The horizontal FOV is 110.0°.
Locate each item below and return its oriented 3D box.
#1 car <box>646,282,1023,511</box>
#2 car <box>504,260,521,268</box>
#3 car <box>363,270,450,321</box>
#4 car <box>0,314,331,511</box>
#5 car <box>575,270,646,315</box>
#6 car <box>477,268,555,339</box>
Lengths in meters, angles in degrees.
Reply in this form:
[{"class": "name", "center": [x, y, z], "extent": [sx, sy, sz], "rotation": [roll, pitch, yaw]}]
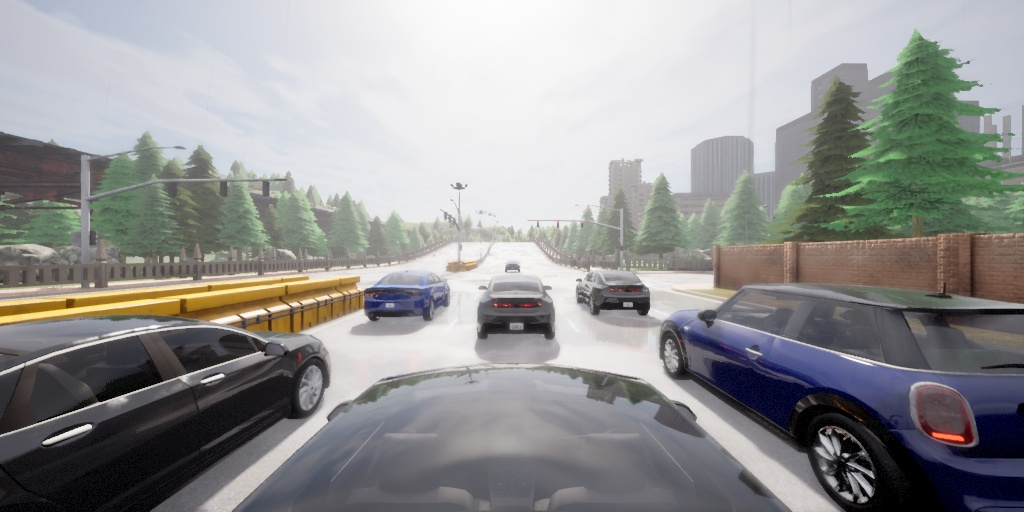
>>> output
[{"class": "car", "center": [3.601, 1.102, 4.406], "extent": [2.097, 1.767, 4.553], "rotation": [0, 0, 0]}, {"class": "car", "center": [0.077, 1.276, 45.671], "extent": [1.812, 1.442, 4.674], "rotation": [0, 0, 0]}, {"class": "car", "center": [-3.402, 1.228, 12.480], "extent": [1.882, 1.535, 5.008], "rotation": [0, 0, 0]}, {"class": "car", "center": [-3.400, 1.255, 2.987], "extent": [1.837, 1.490, 4.892], "rotation": [0, 0, 0]}, {"class": "car", "center": [3.616, 1.255, 13.491], "extent": [1.837, 1.490, 4.892], "rotation": [0, 0, 1]}, {"class": "car", "center": [0.097, 1.255, 10.057], "extent": [1.837, 1.490, 4.892], "rotation": [0, 0, 0]}]
